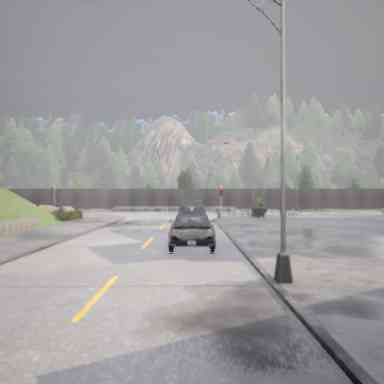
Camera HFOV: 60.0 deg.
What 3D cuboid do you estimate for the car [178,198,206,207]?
[{"bbox_3d":[0.000,1.491,29.029,2.150,2.045,5.566,0,0,0],"label":"car"}]

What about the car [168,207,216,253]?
[{"bbox_3d":[0.003,1.629,14.306,2.128,1.511,4.902,0,0,0],"label":"car"}]
